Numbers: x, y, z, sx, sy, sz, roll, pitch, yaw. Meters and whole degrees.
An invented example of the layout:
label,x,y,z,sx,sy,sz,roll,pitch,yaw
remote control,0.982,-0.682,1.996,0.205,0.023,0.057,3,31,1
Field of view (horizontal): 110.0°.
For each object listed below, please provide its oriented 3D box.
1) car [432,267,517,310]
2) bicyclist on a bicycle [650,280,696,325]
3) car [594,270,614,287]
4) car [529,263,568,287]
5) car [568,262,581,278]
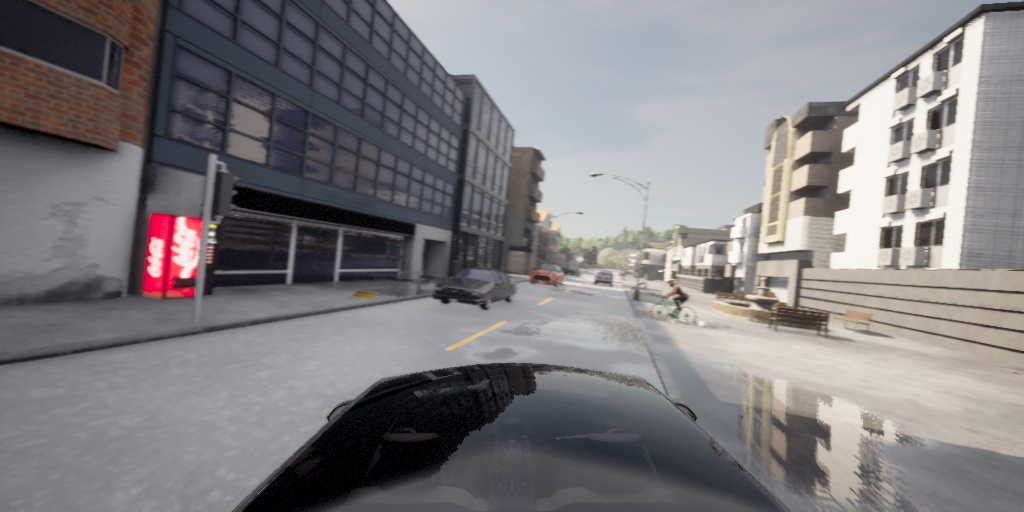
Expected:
label,x,y,z,sx,sy,sz,roll,pitch,yaw
car,-1.204,1.189,14.627,2.033,1.411,5.357,6,0,16
bicyclist on a bicycle,6.237,1.771,13.796,1.656,1.620,0.582,6,0,16
car,9.754,2.383,38.075,2.033,1.411,5.357,6,0,16
car,2.873,1.447,28.863,2.097,1.767,4.553,6,0,16
car,7.281,1.591,43.908,2.097,1.767,4.553,6,0,16
